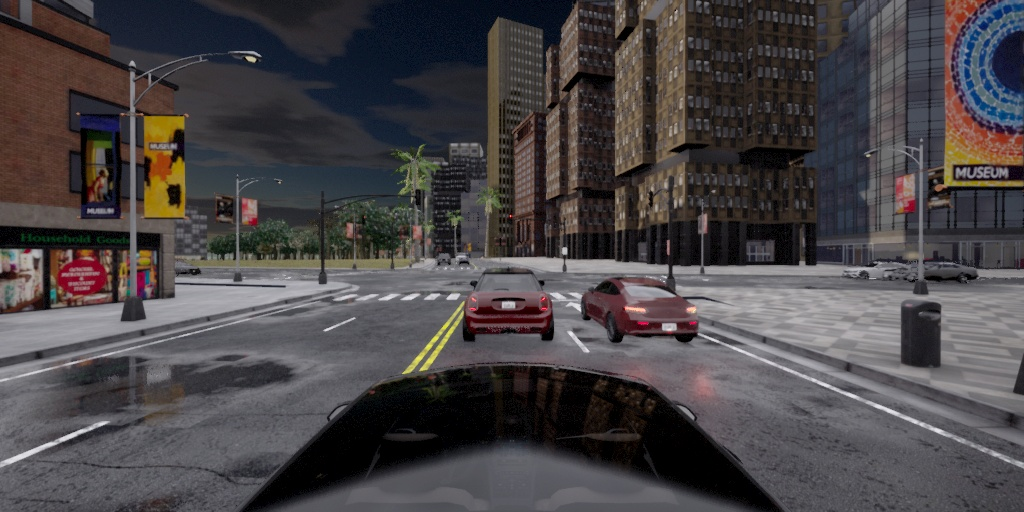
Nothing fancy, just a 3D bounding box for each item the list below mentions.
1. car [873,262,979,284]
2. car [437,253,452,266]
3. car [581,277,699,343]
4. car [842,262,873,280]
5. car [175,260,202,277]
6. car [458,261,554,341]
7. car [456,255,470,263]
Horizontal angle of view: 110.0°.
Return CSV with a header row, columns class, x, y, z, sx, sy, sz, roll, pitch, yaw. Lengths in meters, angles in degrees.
class,x,y,z,sx,sy,sz,roll,pitch,yaw
car,29.885,1.184,25.762,4.902,1.511,2.128,0,0,13
car,-11.193,0.571,59.281,2.150,2.045,5.566,0,1,-8
car,3.137,1.273,9.578,1.812,1.442,4.674,0,0,-1
car,29.846,1.204,29.111,4.674,1.442,1.812,0,0,13
car,-31.379,1.140,33.256,4.892,1.490,1.837,0,0,13
car,-0.122,1.100,10.014,2.097,1.767,4.553,0,0,-1
car,-7.876,0.957,59.051,1.895,1.301,4.718,0,1,-8
